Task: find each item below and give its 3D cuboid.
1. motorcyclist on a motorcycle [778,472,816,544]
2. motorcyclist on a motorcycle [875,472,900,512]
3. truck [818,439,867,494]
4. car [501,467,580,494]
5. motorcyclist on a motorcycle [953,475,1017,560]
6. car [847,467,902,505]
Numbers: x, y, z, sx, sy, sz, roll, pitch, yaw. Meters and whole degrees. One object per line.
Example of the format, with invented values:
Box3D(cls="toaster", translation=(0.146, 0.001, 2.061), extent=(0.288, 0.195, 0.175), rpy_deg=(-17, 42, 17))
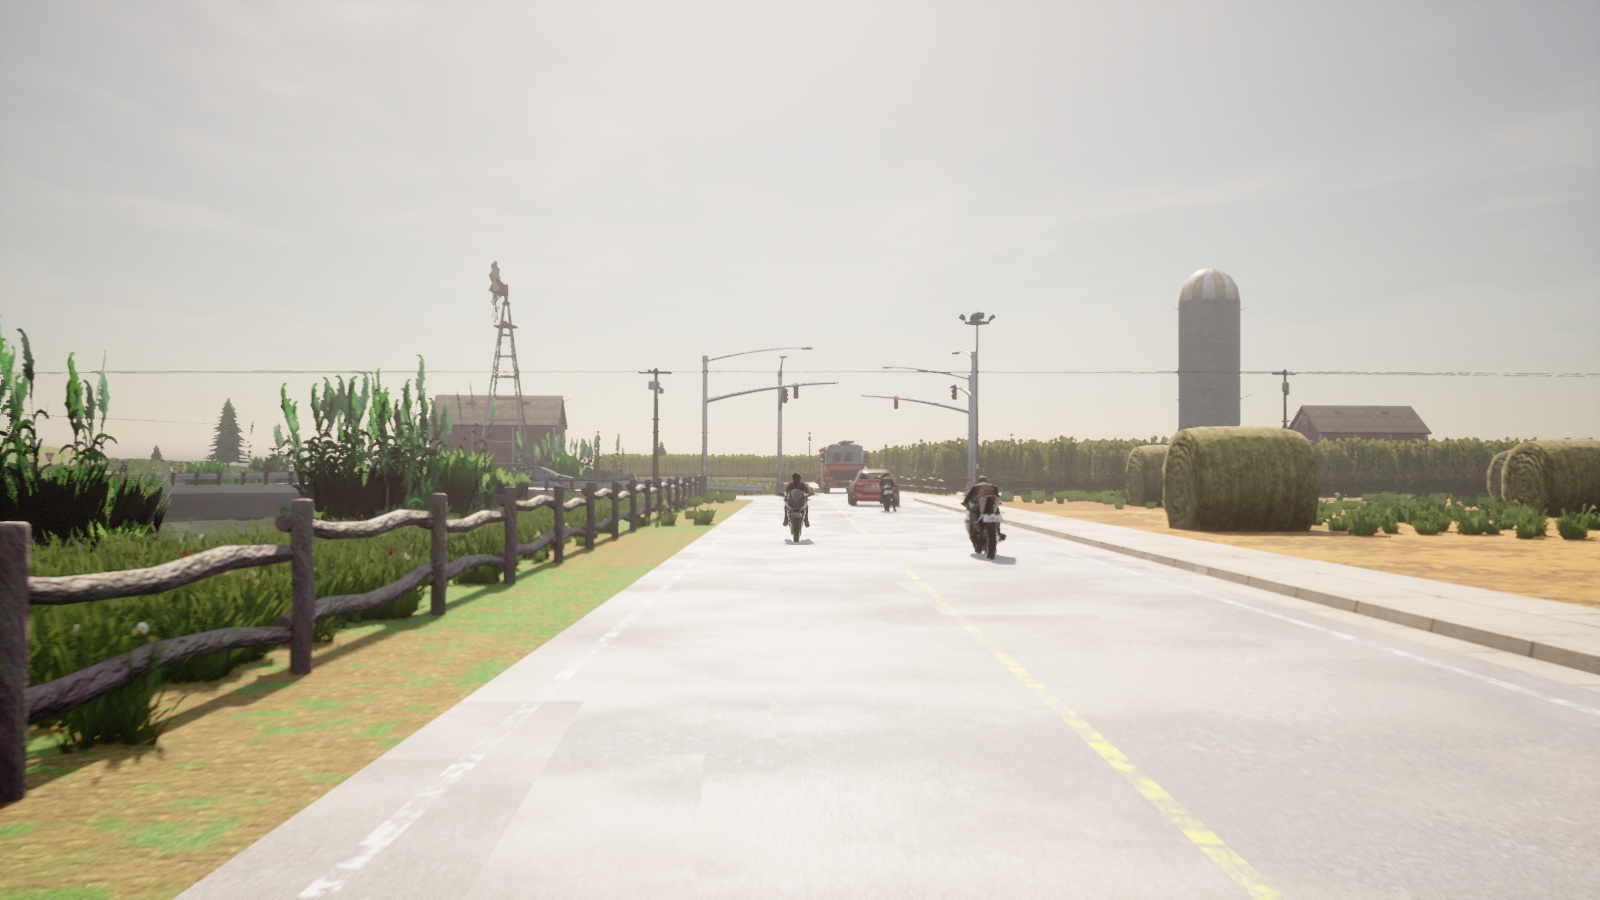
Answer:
Box3D(cls="motorcyclist on a motorcycle", translation=(-0.069, 1.263, 27.814), extent=(0.797, 1.523, 2.044), rpy_deg=(0, -1, 0))
Box3D(cls="motorcyclist on a motorcycle", translation=(3.380, 1.600, 48.779), extent=(0.797, 1.523, 2.044), rpy_deg=(0, -1, 0))
Box3D(cls="truck", translation=(3.026, 1.226, 92.760), extent=(2.891, 3.827, 8.468), rpy_deg=(0, -1, -3))
Box3D(cls="car", translation=(-15.342, 1.811, 74.384), extent=(4.181, 1.385, 1.994), rpy_deg=(2, -1, 3))
Box3D(cls="motorcyclist on a motorcycle", translation=(3.442, 1.231, 23.605), extent=(0.866, 1.530, 2.191), rpy_deg=(0, -1, 0))
Box3D(cls="car", translation=(3.361, 1.612, 57.718), extent=(2.242, 1.667, 4.611), rpy_deg=(0, -1, 0))
